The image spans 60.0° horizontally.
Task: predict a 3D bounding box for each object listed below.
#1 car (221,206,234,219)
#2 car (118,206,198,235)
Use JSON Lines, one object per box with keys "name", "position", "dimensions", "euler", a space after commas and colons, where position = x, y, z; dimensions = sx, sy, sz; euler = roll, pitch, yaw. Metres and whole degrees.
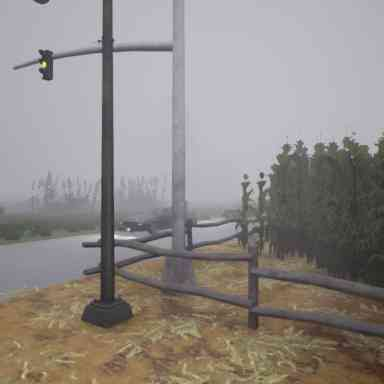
{"name": "car", "position": [4.307, 1.599, 27.930], "dimensions": [1.895, 1.301, 4.718], "euler": [0, 0, 35]}
{"name": "car", "position": [-1.747, 1.546, 19.355], "dimensions": [2.033, 1.411, 5.357], "euler": [0, 0, 35]}
